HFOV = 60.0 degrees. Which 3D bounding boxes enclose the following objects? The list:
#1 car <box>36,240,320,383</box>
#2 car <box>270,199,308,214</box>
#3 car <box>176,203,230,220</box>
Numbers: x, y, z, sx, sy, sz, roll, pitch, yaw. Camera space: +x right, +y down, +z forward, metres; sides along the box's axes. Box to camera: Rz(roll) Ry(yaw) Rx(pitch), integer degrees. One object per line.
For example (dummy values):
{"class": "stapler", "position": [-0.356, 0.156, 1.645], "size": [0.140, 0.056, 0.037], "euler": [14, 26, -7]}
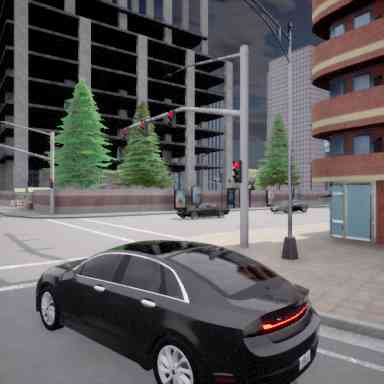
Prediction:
{"class": "car", "position": [-0.634, 1.505, 5.094], "size": [4.892, 1.490, 1.837], "euler": [0, 0, 41]}
{"class": "car", "position": [10.540, 1.548, 35.971], "size": [4.902, 1.511, 2.128], "euler": [0, 0, -35]}
{"class": "car", "position": [0.964, 1.656, 29.152], "size": [4.718, 1.301, 1.895], "euler": [0, 0, -35]}
